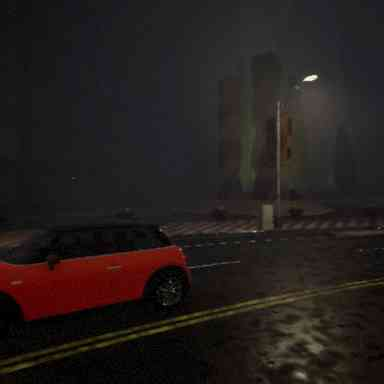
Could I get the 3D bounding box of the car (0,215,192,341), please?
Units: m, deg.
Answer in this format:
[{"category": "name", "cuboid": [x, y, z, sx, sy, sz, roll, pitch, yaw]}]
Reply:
[{"category": "car", "cuboid": [-2.322, 1.357, 6.245, 4.553, 1.767, 2.097, 0, 0, -33]}]
